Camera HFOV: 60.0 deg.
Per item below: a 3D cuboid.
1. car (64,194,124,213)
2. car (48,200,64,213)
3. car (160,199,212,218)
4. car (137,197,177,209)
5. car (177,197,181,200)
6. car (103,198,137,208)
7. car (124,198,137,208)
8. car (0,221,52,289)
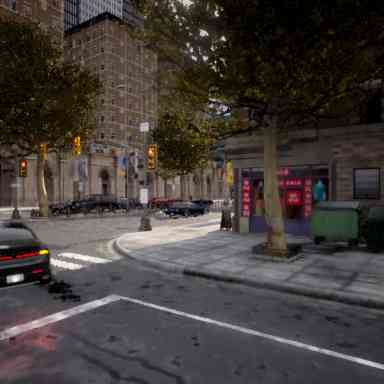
[{"bbox_3d":[-10.501,1.221,36.206,2.150,2.045,5.566,0,0,36],"label":"car"},{"bbox_3d":[-13.767,1.547,37.656,2.033,1.411,5.357,0,0,36],"label":"car"},{"bbox_3d":[-0.384,1.601,30.550,1.895,1.301,4.718,0,0,37],"label":"car"},{"bbox_3d":[-4.602,1.478,44.403,1.882,1.535,5.008,0,0,36],"label":"car"},{"bbox_3d":[-2.283,1.564,53.607,1.994,1.385,4.181,0,0,36],"label":"car"},{"bbox_3d":[-10.282,1.595,47.897,1.895,1.301,4.718,0,0,36],"label":"car"},{"bbox_3d":[-8.147,1.526,45.449,1.812,1.442,4.674,0,0,36],"label":"car"},{"bbox_3d":[-5.140,1.503,8.508,1.837,1.490,4.892,-1,0,-41],"label":"car"}]
